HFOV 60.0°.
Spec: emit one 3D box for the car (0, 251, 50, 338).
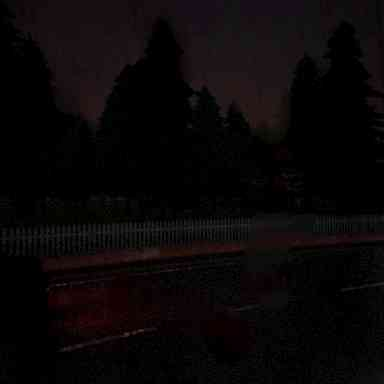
[{"bbox_3d":[-4.568,1.526,4.762,4.674,1.442,1.812,0,0,-35],"label":"car"}]
